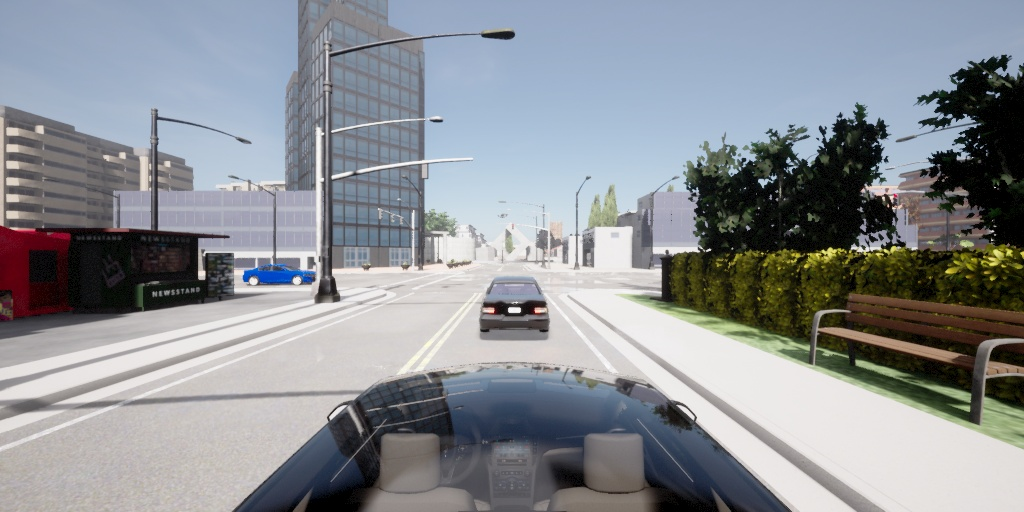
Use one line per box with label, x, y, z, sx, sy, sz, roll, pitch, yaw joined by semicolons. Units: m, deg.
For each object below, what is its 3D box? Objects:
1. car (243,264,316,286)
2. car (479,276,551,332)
car;-16.781;1.336;26.188;5.008;1.535;1.882;-1;0;0
car;0.068;1.297;10.781;2.033;1.411;5.357;0;0;0
